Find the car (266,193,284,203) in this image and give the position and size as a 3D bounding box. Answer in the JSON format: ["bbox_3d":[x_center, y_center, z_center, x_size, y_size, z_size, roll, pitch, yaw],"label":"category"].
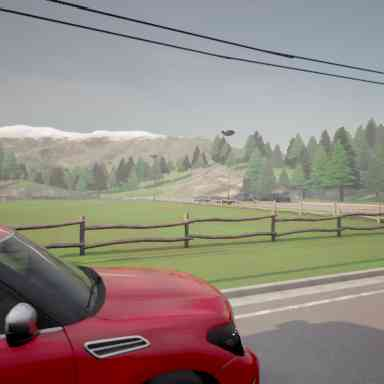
[{"bbox_3d":[15.845,1.225,68.853,2.150,2.045,5.566,0,0,-24],"label":"car"}]

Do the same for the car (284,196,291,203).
[{"bbox_3d":[18.918,1.500,70.560,1.837,1.490,4.892,0,0,-24],"label":"car"}]

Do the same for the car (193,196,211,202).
[{"bbox_3d":[2.001,1.488,74.252,2.033,1.411,5.357,0,0,-24],"label":"car"}]

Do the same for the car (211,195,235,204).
[{"bbox_3d":[6.083,1.564,65.094,1.994,1.385,4.181,0,0,-23],"label":"car"}]

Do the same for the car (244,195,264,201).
[{"bbox_3d":[14.818,1.483,79.885,2.033,1.411,5.357,0,0,-24],"label":"car"}]

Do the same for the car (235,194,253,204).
[{"bbox_3d":[9.397,1.547,66.236,2.033,1.411,5.357,0,0,-23],"label":"car"}]

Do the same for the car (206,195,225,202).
[{"bbox_3d":[5.206,1.488,75.660,2.033,1.411,5.357,0,0,-24],"label":"car"}]

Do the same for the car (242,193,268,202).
[{"bbox_3d":[12.511,1.491,67.739,2.128,1.511,4.902,0,0,-24],"label":"car"}]

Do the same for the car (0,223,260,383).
[{"bbox_3d":[-2.183,1.222,2.609,5.566,2.045,2.150,0,0,-24],"label":"car"}]
